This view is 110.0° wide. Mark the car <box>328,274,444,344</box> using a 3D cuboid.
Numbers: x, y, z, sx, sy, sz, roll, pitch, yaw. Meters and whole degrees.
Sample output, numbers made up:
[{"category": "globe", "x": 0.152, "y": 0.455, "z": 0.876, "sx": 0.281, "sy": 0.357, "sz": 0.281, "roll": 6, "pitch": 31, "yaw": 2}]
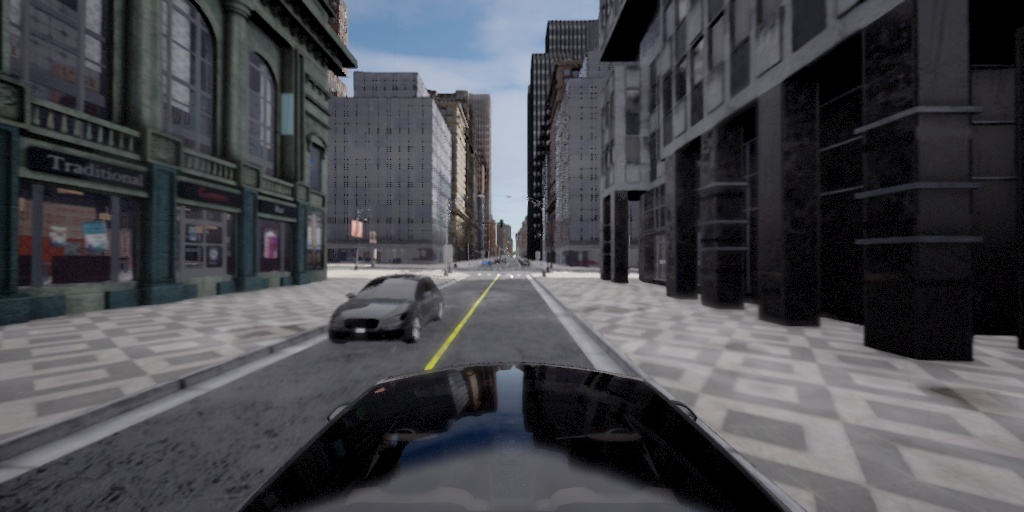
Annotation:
[{"category": "car", "x": -3.098, "y": 1.286, "z": 9.766, "sx": 1.837, "sy": 1.490, "sz": 4.892, "roll": 0, "pitch": 0, "yaw": 0}]
